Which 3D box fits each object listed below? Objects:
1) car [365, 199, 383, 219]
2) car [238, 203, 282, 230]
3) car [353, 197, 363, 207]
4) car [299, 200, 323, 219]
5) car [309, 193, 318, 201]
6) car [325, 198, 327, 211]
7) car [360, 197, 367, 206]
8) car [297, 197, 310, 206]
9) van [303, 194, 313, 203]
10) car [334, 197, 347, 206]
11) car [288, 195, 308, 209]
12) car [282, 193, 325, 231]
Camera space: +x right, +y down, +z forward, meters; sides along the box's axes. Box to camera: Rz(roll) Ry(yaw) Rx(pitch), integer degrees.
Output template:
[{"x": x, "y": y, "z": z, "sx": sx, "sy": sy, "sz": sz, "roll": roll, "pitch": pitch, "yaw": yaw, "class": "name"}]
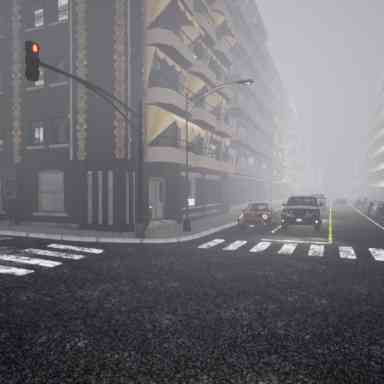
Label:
[{"x": 16.281, "y": 1.547, "z": 28.228, "sx": 2.008, "sy": 1.369, "sz": 4.403, "roll": 0, "pitch": 0, "yaw": 23, "class": "car"}, {"x": 4.210, "y": 1.438, "z": 21.045, "sx": 1.967, "sy": 1.590, "sz": 4.097, "roll": 0, "pitch": 0, "yaw": 23, "class": "car"}, {"x": 24.954, "y": 1.435, "z": 49.049, "sx": 1.967, "sy": 1.590, "sz": 4.097, "roll": 0, "pitch": 0, "yaw": 23, "class": "car"}, {"x": 10.957, "y": 1.502, "z": 30.491, "sx": 1.837, "sy": 1.490, "sz": 4.892, "roll": 0, "pitch": 0, "yaw": 23, "class": "car"}, {"x": 32.398, "y": 1.304, "z": 88.713, "sx": 2.192, "sy": 1.841, "sz": 5.009, "roll": 0, "pitch": 0, "yaw": 23, "class": "car"}, {"x": 15.092, "y": 1.218, "z": 40.392, "sx": 2.150, "sy": 2.045, "sz": 5.566, "roll": 0, "pitch": 0, "yaw": 23, "class": "car"}, {"x": 18.449, "y": 1.541, "z": 33.432, "sx": 1.887, "sy": 1.381, "sz": 4.507, "roll": 0, "pitch": 0, "yaw": 23, "class": "car"}, {"x": 19.323, "y": 1.521, "z": 57.324, "sx": 1.752, "sy": 1.417, "sz": 4.829, "roll": 0, "pitch": 0, "yaw": 23, "class": "car"}, {"x": 23.725, "y": 1.335, "z": 67.892, "sx": 1.690, "sy": 1.788, "sz": 3.998, "roll": 0, "pitch": 0, "yaw": 23, "class": "van"}, {"x": 25.130, "y": 1.559, "z": 56.202, "sx": 1.994, "sy": 1.385, "sz": 4.181, "roll": 0, "pitch": 0, "yaw": 23, "class": "car"}, {"x": 15.051, "y": 1.311, "z": 47.071, "sx": 2.192, "sy": 1.841, "sz": 5.009, "roll": 0, "pitch": 0, "yaw": 23, "class": "car"}, {"x": 7.065, "y": 1.219, "z": 21.156, "sx": 2.150, "sy": 2.045, "sz": 5.566, "roll": 0, "pitch": 0, "yaw": 23, "class": "car"}]
